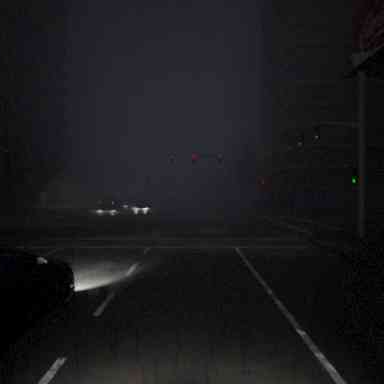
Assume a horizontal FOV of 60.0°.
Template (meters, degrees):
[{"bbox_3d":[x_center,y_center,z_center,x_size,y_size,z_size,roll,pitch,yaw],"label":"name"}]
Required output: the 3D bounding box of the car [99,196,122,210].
[{"bbox_3d":[-10.563,1.348,43.222,2.097,1.767,4.553,0,0,0],"label":"car"}]

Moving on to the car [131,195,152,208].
[{"bbox_3d":[-7.032,1.558,48.172,1.994,1.385,4.181,0,0,1],"label":"car"}]

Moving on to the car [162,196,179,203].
[{"bbox_3d":[-4.585,1.558,69.565,1.895,1.301,4.718,0,0,-27],"label":"car"}]

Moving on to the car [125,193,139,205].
[{"bbox_3d":[-10.484,1.273,59.276,2.150,2.045,5.566,0,0,0],"label":"car"}]

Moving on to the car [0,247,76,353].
[{"bbox_3d":[-3.438,1.564,5.325,1.994,1.385,4.181,0,0,0],"label":"car"}]
